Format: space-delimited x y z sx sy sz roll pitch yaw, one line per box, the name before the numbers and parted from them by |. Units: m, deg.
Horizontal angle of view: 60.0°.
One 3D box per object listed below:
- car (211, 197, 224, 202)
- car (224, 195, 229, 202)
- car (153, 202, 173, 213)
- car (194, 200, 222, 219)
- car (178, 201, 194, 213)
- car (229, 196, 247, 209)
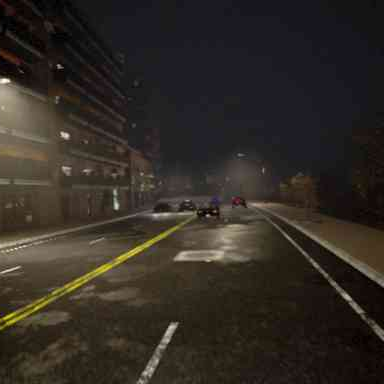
car | 3.777 1.590 53.586 1.882 1.535 5.008 -3 0 4
car | 8.003 1.535 75.980 2.128 1.511 4.902 -3 0 1
car | -3.758 1.990 43.259 1.994 1.385 4.181 -3 0 6
car | 1.586 1.696 30.195 1.895 1.301 4.718 -3 0 7
car | -0.548 1.814 42.621 2.033 1.411 5.357 -3 0 6
car | 6.411 1.448 45.620 1.837 1.490 4.892 -3 -1 5
